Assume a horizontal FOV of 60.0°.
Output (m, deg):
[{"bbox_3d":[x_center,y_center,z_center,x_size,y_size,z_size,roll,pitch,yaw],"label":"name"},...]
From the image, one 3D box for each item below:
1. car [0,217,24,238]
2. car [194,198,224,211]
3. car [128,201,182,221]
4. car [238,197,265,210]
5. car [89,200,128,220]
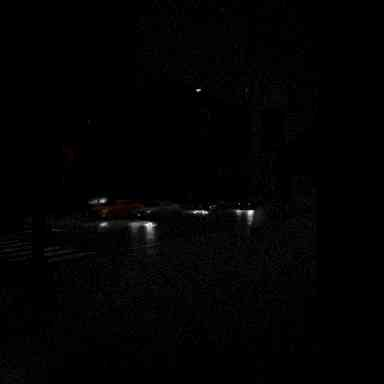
[{"bbox_3d":[-10.591,1.575,15.508,1.895,1.301,4.718,0,0,35],"label":"car"},{"bbox_3d":[2.066,1.431,39.001,1.994,1.385,4.181,0,0,35],"label":"car"},{"bbox_3d":[-2.636,1.440,26.741,1.812,1.442,4.674,0,0,35],"label":"car"},{"bbox_3d":[7.351,1.347,40.820,1.837,1.490,4.892,0,0,35],"label":"car"},{"bbox_3d":[-6.117,1.404,27.450,1.882,1.535,5.008,0,0,35],"label":"car"}]
